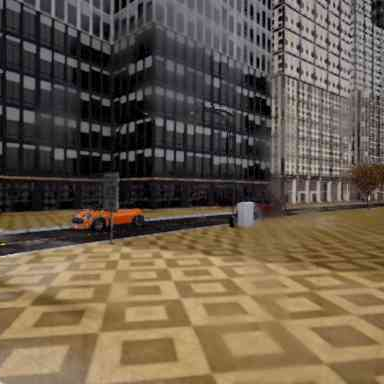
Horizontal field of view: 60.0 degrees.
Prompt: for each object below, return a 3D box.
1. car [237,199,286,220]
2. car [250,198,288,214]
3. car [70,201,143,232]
[{"bbox_3d":[5.906,1.383,29.006,2.097,1.767,4.553,1,0,42],"label":"car"},{"bbox_3d":[8.495,1.500,36.467,1.837,1.490,4.892,0,0,44],"label":"car"},{"bbox_3d":[-5.270,1.390,20.889,2.097,1.767,4.553,0,0,39],"label":"car"}]
